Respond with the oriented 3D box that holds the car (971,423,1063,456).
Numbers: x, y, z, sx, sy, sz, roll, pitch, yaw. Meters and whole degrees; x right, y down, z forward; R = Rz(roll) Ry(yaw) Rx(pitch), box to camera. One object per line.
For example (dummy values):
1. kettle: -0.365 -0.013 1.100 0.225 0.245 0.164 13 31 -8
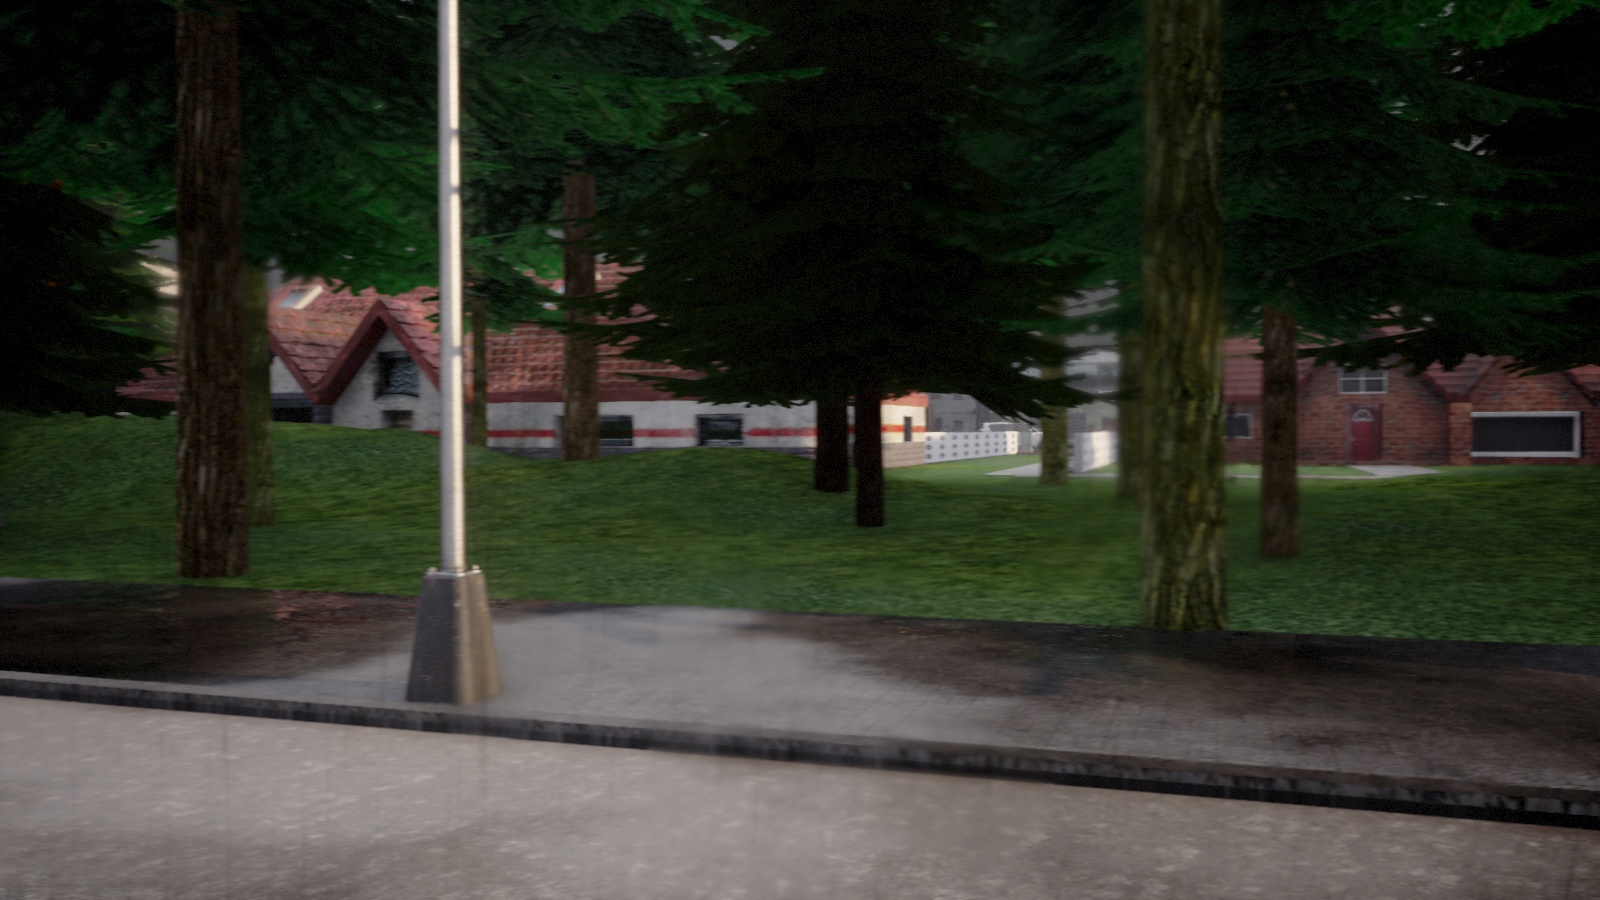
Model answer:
1. car: 14.073 -0.689 81.451 5.566 2.045 2.150 0 1 18
